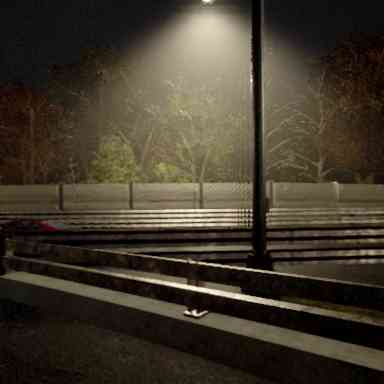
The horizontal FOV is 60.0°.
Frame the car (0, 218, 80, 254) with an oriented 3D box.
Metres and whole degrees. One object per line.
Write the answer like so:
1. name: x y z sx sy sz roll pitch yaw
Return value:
1. car: -6.336 1.674 12.466 4.181 1.385 1.994 -1 0 0
